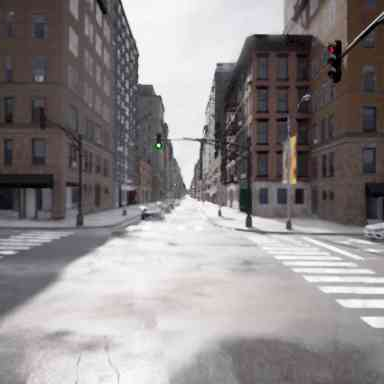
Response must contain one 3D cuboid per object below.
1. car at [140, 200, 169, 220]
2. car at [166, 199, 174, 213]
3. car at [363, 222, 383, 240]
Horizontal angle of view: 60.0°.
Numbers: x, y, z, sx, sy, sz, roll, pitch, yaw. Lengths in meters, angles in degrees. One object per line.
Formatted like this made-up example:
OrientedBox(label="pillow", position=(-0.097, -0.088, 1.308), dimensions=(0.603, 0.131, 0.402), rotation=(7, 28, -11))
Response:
OrientedBox(label="car", position=(-3.523, 1.781, 30.719), dimensions=(2.033, 1.411, 5.357), rotation=(0, 0, -1))
OrientedBox(label="car", position=(-3.620, 1.877, 40.754), dimensions=(1.994, 1.385, 4.181), rotation=(0, 0, 0))
OrientedBox(label="car", position=(11.570, 1.941, 17.553), dimensions=(4.674, 1.442, 1.812), rotation=(1, 0, 1))
